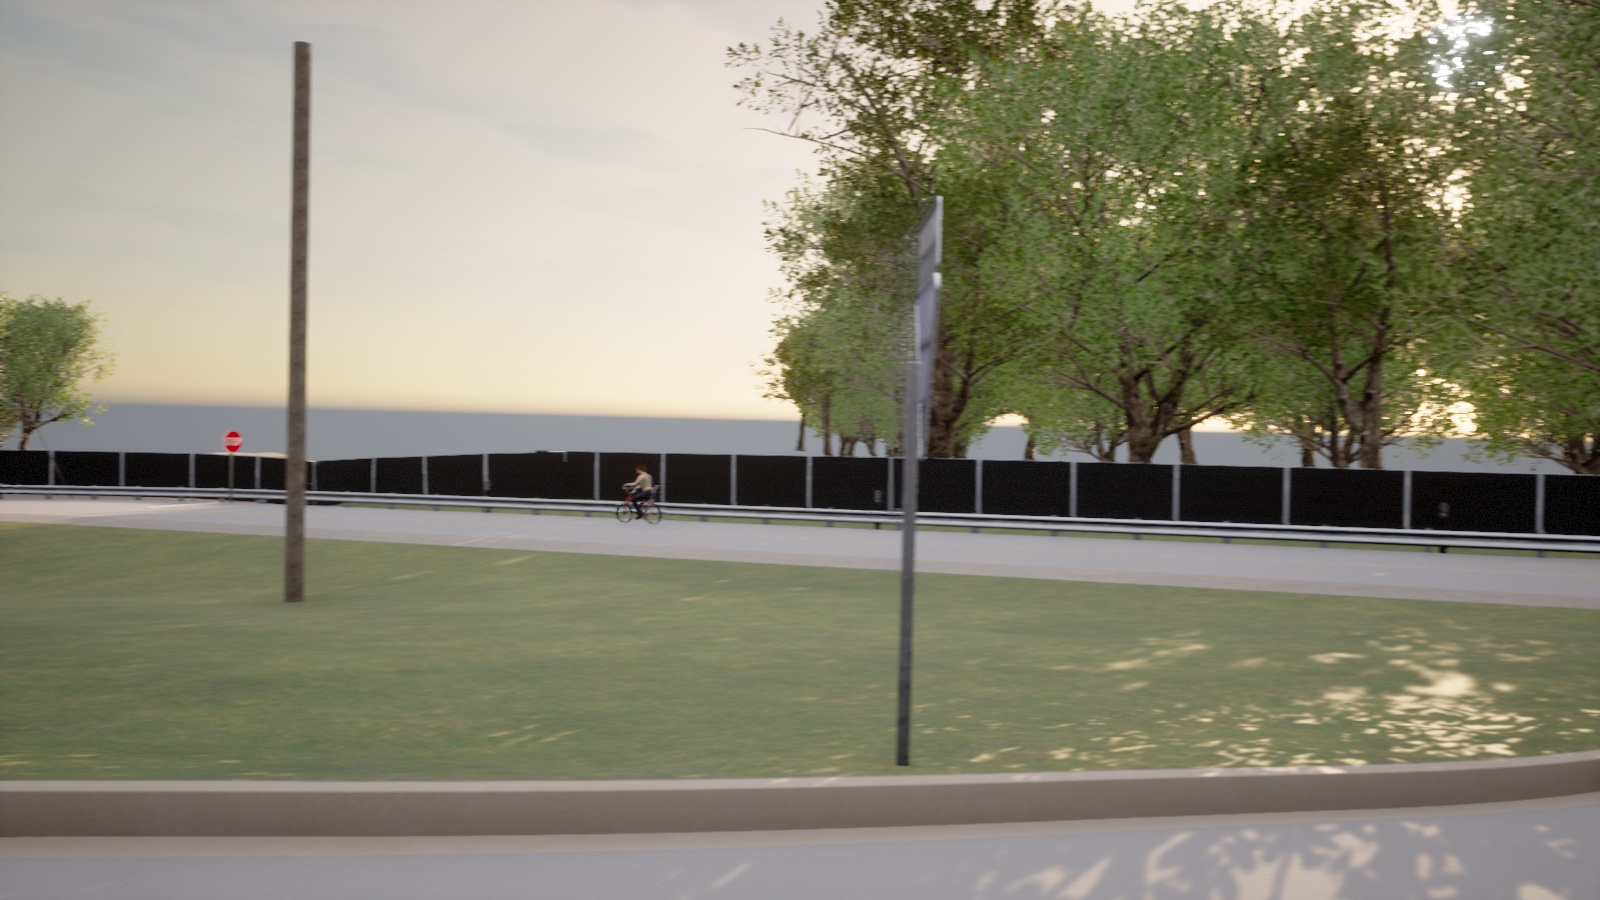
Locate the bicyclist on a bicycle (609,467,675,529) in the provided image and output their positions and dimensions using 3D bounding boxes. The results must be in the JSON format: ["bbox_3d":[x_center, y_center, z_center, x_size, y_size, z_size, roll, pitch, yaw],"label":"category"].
[{"bbox_3d":[-4.246,1.281,33.767,1.509,1.612,0.866,0,1,29],"label":"bicyclist on a bicycle"}]
